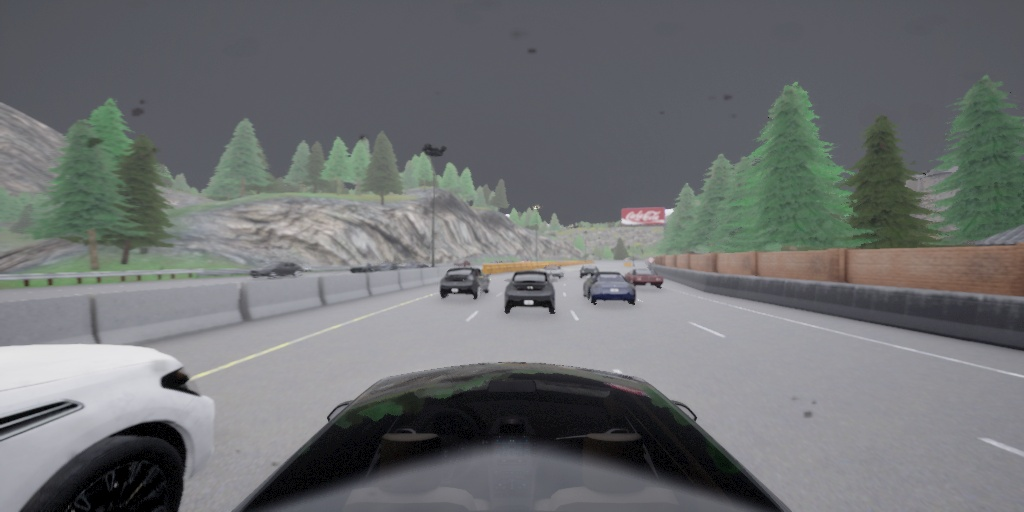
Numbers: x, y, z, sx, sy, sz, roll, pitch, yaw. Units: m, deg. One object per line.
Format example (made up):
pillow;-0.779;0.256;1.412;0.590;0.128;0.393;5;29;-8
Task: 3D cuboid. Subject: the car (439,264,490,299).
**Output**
car;-2.334;1.332;18.661;1.837;1.490;4.892;0;0;6

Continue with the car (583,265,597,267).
car;8.277;1.614;38.048;1.895;1.301;4.718;0;0;14

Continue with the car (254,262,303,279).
car;-21.604;1.272;33.049;1.837;1.490;4.892;0;0;10

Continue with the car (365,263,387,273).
car;-13.340;1.422;38.568;1.994;1.385;4.181;0;0;13

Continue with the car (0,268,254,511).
car;-3.303;0.938;0.294;2.150;2.045;5.566;0;0;0

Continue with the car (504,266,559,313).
car;0.774;1.332;14.493;1.837;1.490;4.892;0;0;5

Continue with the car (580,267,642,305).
car;4.550;1.434;17.185;1.994;1.385;4.181;0;0;6

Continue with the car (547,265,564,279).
car;4.177;1.574;36.066;1.895;1.301;4.718;0;0;13

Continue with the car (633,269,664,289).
car;9.168;1.550;25.353;1.895;1.301;4.718;0;0;9

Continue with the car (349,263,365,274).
car;-16.387;1.450;41.072;1.895;1.301;4.718;0;0;13

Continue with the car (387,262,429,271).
car;-10.208;1.362;36.580;2.128;1.511;4.902;0;0;12
